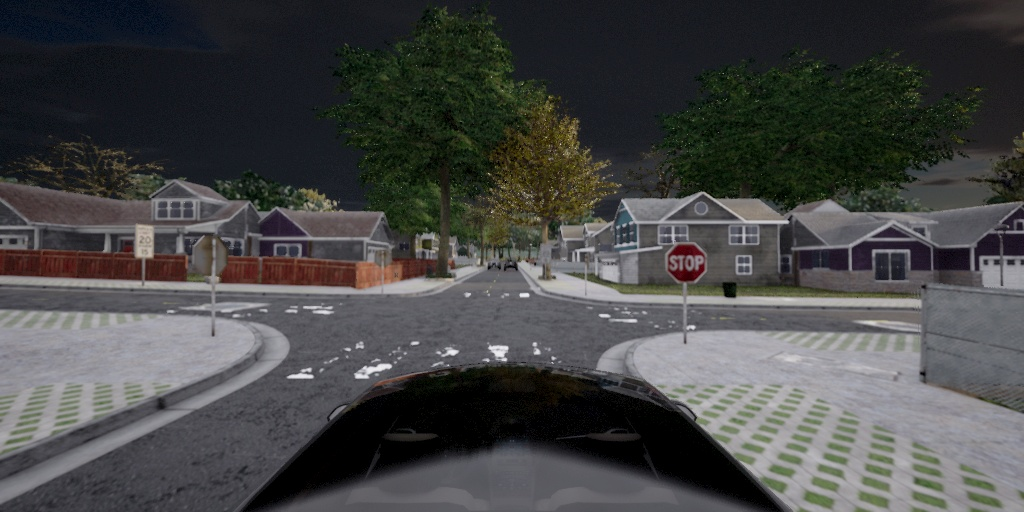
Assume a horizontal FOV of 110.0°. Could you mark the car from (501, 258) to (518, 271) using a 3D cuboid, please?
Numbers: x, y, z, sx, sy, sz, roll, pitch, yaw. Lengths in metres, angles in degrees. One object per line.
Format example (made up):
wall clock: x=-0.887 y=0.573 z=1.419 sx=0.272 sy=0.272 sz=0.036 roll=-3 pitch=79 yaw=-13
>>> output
car: x=-0.184 y=1.275 z=56.015 sx=2.150 sy=2.045 sz=5.566 roll=0 pitch=0 yaw=0

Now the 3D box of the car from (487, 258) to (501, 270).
car: x=-2.951 y=1.302 z=60.951 sx=2.150 sy=2.045 sz=5.566 roll=0 pitch=0 yaw=0
